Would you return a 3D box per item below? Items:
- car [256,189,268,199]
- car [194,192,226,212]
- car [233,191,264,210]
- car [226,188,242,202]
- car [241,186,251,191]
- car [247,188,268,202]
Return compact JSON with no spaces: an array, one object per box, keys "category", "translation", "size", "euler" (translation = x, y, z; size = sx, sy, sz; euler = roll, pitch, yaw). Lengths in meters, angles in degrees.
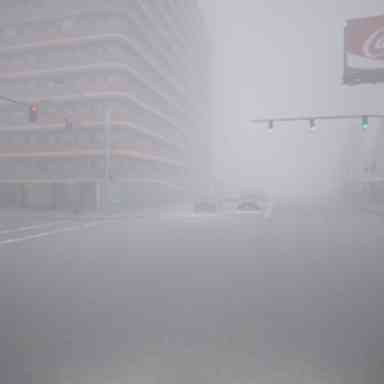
[{"category":"car","translation":[12.388,0.294,58.422],"size":[1.837,1.490,4.892],"euler":[0,3,15]},{"category":"car","translation":[1.507,0.894,30.330],"size":[1.882,1.535,5.008],"euler":[0,2,14]},{"category":"car","translation":[5.559,0.897,32.029],"size":[2.033,1.411,5.357],"euler":[0,1,14]},{"category":"car","translation":[5.118,0.600,44.355],"size":[1.882,1.535,5.008],"euler":[0,2,15]},{"category":"car","translation":[10.449,-0.089,64.787],"size":[2.150,2.045,5.566],"euler":[0,1,14]},{"category":"car","translation":[8.613,0.626,43.886],"size":[1.812,1.442,4.674],"euler":[0,1,15]}]
